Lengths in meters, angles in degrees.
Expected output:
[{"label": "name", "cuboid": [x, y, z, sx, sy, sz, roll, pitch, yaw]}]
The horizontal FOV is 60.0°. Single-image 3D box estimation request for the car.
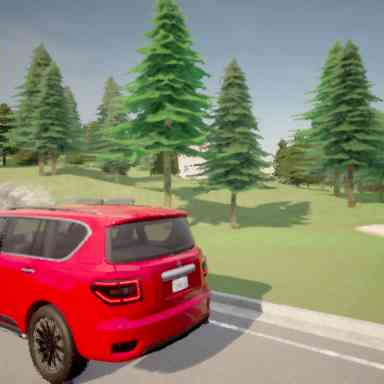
[{"label": "car", "cuboid": [-2.328, 1.237, 5.652, 5.566, 2.045, 2.150, 0, 0, 35]}]
